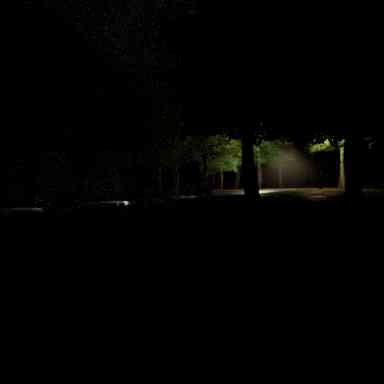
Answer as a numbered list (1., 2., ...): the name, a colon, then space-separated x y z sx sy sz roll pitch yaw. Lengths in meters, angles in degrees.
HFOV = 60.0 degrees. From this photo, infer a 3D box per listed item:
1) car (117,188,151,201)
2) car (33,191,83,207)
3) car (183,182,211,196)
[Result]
1. car: -7.233 0.282 41.878 1.812 1.442 4.674 -1 2 37
2. car: -13.513 0.666 33.731 1.837 1.490 4.892 -1 2 38
3. car: 0.844 -0.522 52.358 2.150 2.045 5.566 -1 2 37
